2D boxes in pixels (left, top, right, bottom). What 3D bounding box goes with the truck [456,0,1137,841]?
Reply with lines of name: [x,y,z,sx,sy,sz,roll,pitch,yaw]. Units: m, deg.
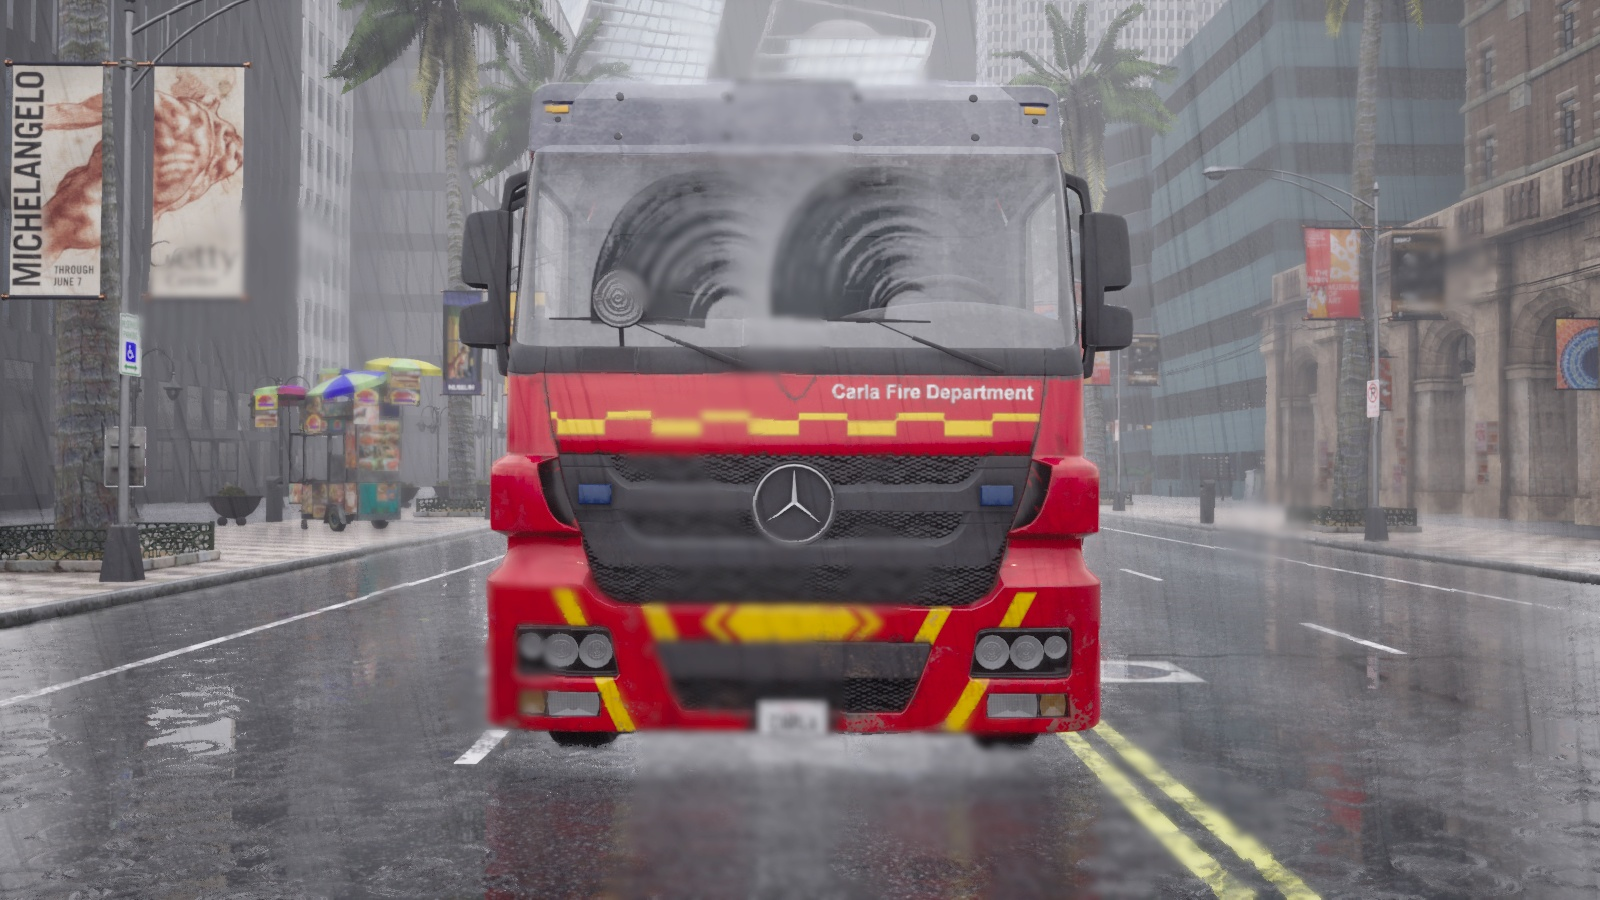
truck: [-0.025,-0.189,9.594,2.891,3.827,8.468,0,-1,0]
